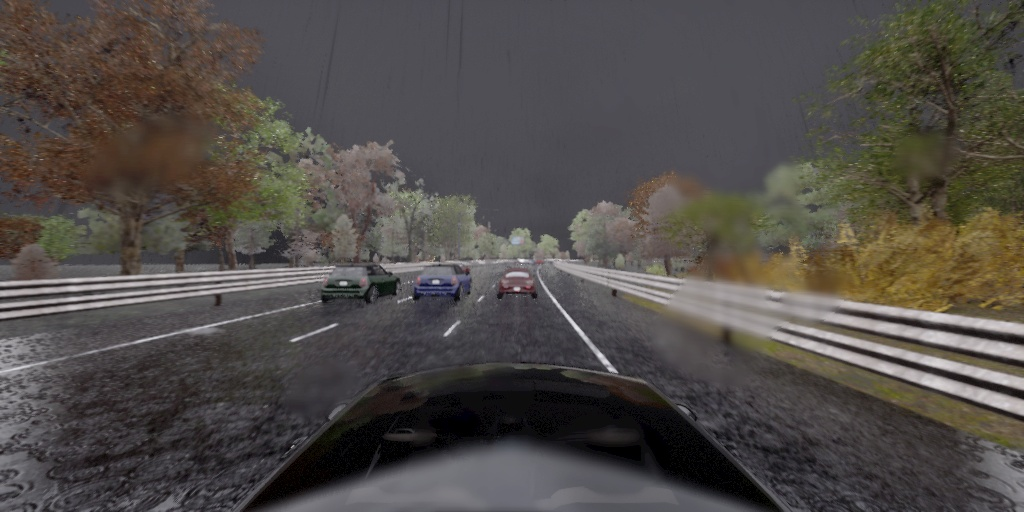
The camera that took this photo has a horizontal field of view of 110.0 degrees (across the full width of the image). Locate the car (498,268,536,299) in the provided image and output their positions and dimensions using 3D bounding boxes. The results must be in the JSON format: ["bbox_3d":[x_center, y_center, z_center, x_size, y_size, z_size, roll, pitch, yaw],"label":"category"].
[{"bbox_3d":[0.288,1.351,18.765,1.812,1.442,4.674,0,0,1],"label":"car"}]

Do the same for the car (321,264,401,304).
[{"bbox_3d":[-6.773,1.142,16.646,2.097,1.767,4.553,0,0,1],"label":"car"}]

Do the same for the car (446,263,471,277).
[{"bbox_3d":[-5.868,1.504,39.795,1.895,1.301,4.718,0,0,3],"label":"car"}]

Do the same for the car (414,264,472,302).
[{"bbox_3d":[-3.246,1.159,17.672,2.097,1.767,4.553,0,0,1],"label":"car"}]
